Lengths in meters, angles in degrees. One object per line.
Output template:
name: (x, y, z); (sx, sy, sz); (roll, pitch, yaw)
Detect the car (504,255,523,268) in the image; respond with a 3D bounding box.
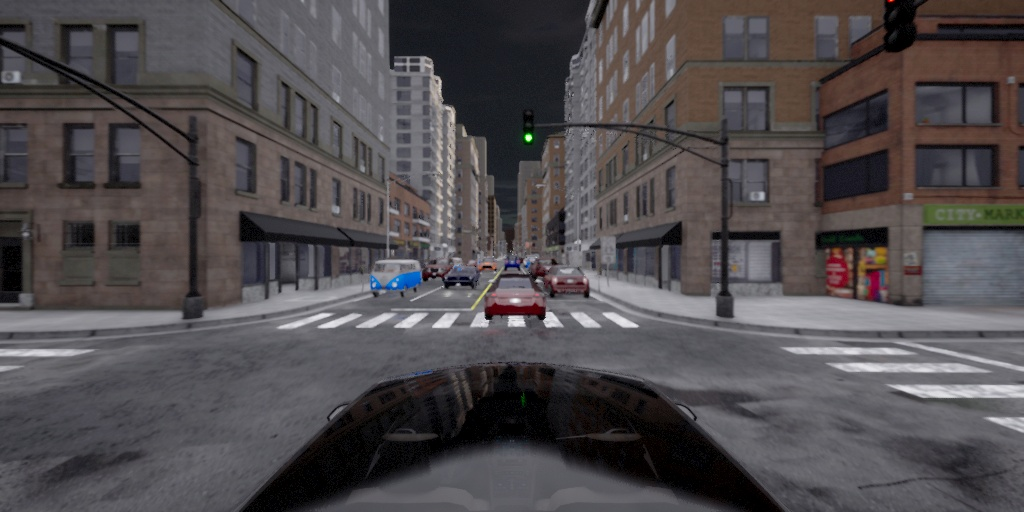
car: (0.058, 0.922, 48.284); (2.150, 2.045, 5.566); (0, 0, 0)

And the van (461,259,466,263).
van: (-5.847, 1.070, 35.110); (1.690, 1.789, 3.998); (0, 0, 0)

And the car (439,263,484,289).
car: (-3.094, 1.339, 22.873); (1.895, 1.301, 4.718); (0, 0, 0)

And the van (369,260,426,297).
van: (-5.852, 1.085, 18.352); (1.690, 1.789, 3.998); (0, 0, 0)

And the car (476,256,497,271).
car: (-3.050, 1.058, 46.295); (2.097, 1.767, 4.553); (0, 0, 0)

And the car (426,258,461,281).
car: (-5.849, 1.050, 29.524); (2.192, 1.841, 5.009); (0, 0, 0)

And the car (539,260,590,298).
car: (2.673, 1.176, 18.366); (1.967, 1.591, 4.097); (0, 0, 0)

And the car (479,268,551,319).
car: (0.101, 1.306, 12.752); (1.994, 1.385, 4.181); (0, 0, 0)

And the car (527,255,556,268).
car: (2.677, 1.042, 29.537); (2.192, 1.841, 5.009); (0, 0, 0)

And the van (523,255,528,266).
van: (2.682, 1.043, 46.294); (1.690, 1.789, 3.998); (0, 0, 0)

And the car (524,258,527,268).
car: (2.680, 1.263, 40.708); (2.007, 1.370, 4.403); (0, 0, 0)

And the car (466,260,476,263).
car: (-5.842, 1.243, 51.870); (1.888, 1.381, 4.507); (0, 0, 0)
